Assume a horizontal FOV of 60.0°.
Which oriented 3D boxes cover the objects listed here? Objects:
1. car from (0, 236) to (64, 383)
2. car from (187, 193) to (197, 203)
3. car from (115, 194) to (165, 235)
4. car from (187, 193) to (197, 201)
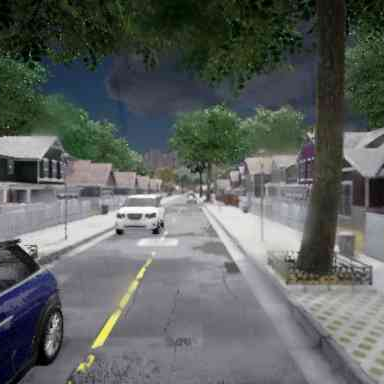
[{"bbox_3d":[-2.844,1.344,2.755,2.097,1.767,4.553,0,0,0],"label":"car"},{"bbox_3d":[-0.070,1.437,63.530,1.895,1.301,4.718,0,0,0],"label":"car"},{"bbox_3d":[-2.774,1.168,18.841,2.150,2.045,5.566,0,0,0],"label":"car"},{"bbox_3d":[-0.079,1.059,73.471,2.097,1.767,4.553,0,0,0],"label":"car"}]
